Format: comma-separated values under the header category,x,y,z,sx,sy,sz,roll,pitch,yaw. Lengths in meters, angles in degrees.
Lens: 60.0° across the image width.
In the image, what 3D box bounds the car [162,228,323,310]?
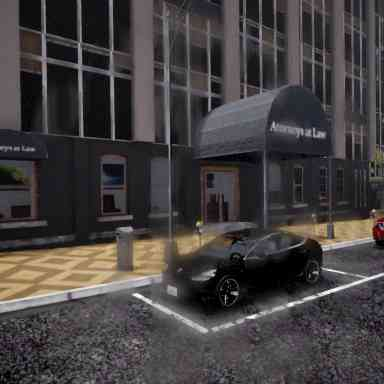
category,x,y,z,sx,sy,sz,roll,pitch,yaw
car,1.348,1.564,7.830,4.313,1.339,1.947,0,-1,-37

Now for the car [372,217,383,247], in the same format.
category,x,y,z,sx,sy,sz,roll,pitch,yaw
car,9.620,1.310,14.038,5.009,1.841,2.192,0,-1,-37
